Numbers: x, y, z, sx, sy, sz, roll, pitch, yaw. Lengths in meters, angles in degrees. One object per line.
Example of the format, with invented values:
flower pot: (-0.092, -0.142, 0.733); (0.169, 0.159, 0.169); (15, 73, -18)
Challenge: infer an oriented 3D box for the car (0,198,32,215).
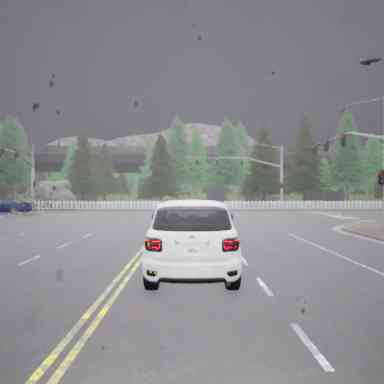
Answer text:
car: (-18.218, 1.397, 32.393); (5.008, 1.535, 1.882); (0, 0, 4)

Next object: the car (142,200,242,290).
car: (0.006, 1.214, 9.168); (2.150, 2.045, 5.566); (0, 0, 0)
